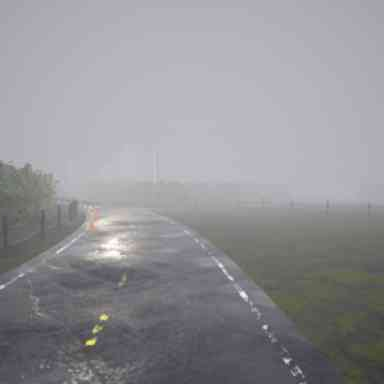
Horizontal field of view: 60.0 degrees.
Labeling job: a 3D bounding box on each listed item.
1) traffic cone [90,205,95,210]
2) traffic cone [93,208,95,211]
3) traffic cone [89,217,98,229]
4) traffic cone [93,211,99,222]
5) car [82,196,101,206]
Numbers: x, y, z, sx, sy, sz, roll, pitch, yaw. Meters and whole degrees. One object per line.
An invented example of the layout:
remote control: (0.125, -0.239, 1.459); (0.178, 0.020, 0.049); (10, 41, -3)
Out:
traffic cone: (-9.930, 1.848, 33.782); (0.340, 0.580, 0.340); (0, 0, -20)
traffic cone: (-8.364, 1.865, 29.161); (0.340, 0.580, 0.340); (0, 0, -17)
traffic cone: (-5.916, 1.900, 19.719); (0.340, 0.580, 0.340); (0, 0, -12)
traffic cone: (-7.025, 1.883, 24.471); (0.340, 0.580, 0.340); (0, 0, -15)
car: (-15.183, 1.375, 50.082); (2.033, 1.411, 5.357); (0, 0, -30)
